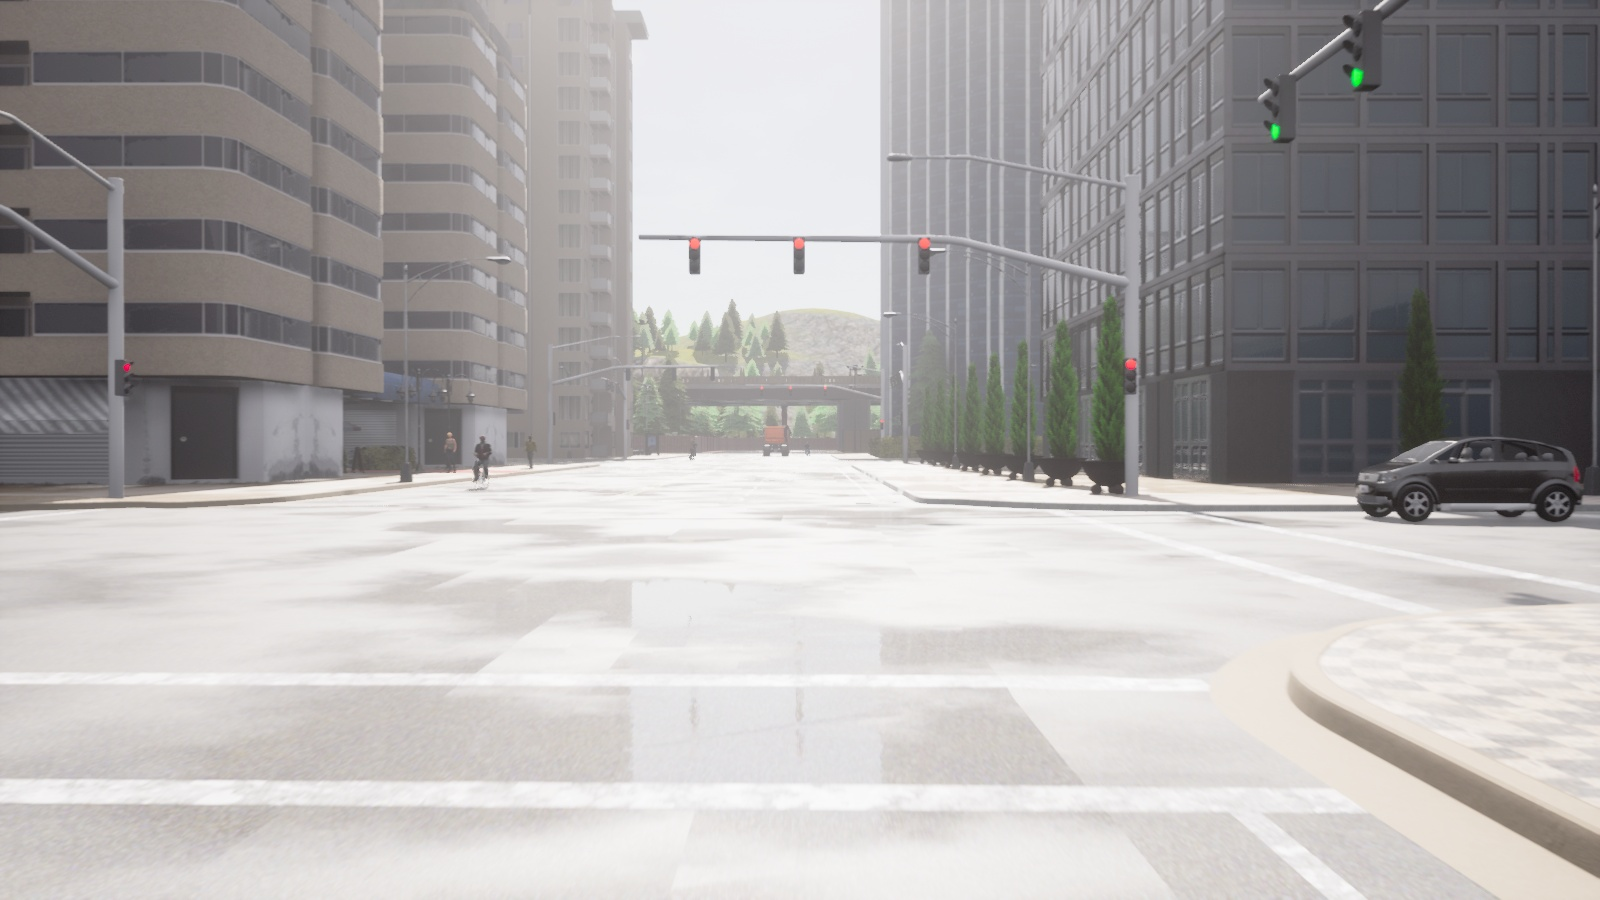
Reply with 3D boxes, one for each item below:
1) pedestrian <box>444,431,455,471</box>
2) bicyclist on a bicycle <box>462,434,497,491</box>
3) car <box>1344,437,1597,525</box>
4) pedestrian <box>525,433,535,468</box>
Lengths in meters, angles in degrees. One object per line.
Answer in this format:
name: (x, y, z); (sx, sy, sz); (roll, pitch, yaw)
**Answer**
pedestrian: (-16.124, 0.030, 57.783); (0.345, 1.836, 0.594); (0, 0, 1)
bicyclist on a bicycle: (-10.255, 0.382, 40.221); (0.659, 1.776, 1.843); (0, 0, 0)
car: (12.283, 0.549, 23.179); (3.705, 1.549, 1.789); (0, 0, 1)
pedestrian: (-13.990, 0.027, 65.137); (0.370, 1.835, 0.726); (0, 0, -1)
